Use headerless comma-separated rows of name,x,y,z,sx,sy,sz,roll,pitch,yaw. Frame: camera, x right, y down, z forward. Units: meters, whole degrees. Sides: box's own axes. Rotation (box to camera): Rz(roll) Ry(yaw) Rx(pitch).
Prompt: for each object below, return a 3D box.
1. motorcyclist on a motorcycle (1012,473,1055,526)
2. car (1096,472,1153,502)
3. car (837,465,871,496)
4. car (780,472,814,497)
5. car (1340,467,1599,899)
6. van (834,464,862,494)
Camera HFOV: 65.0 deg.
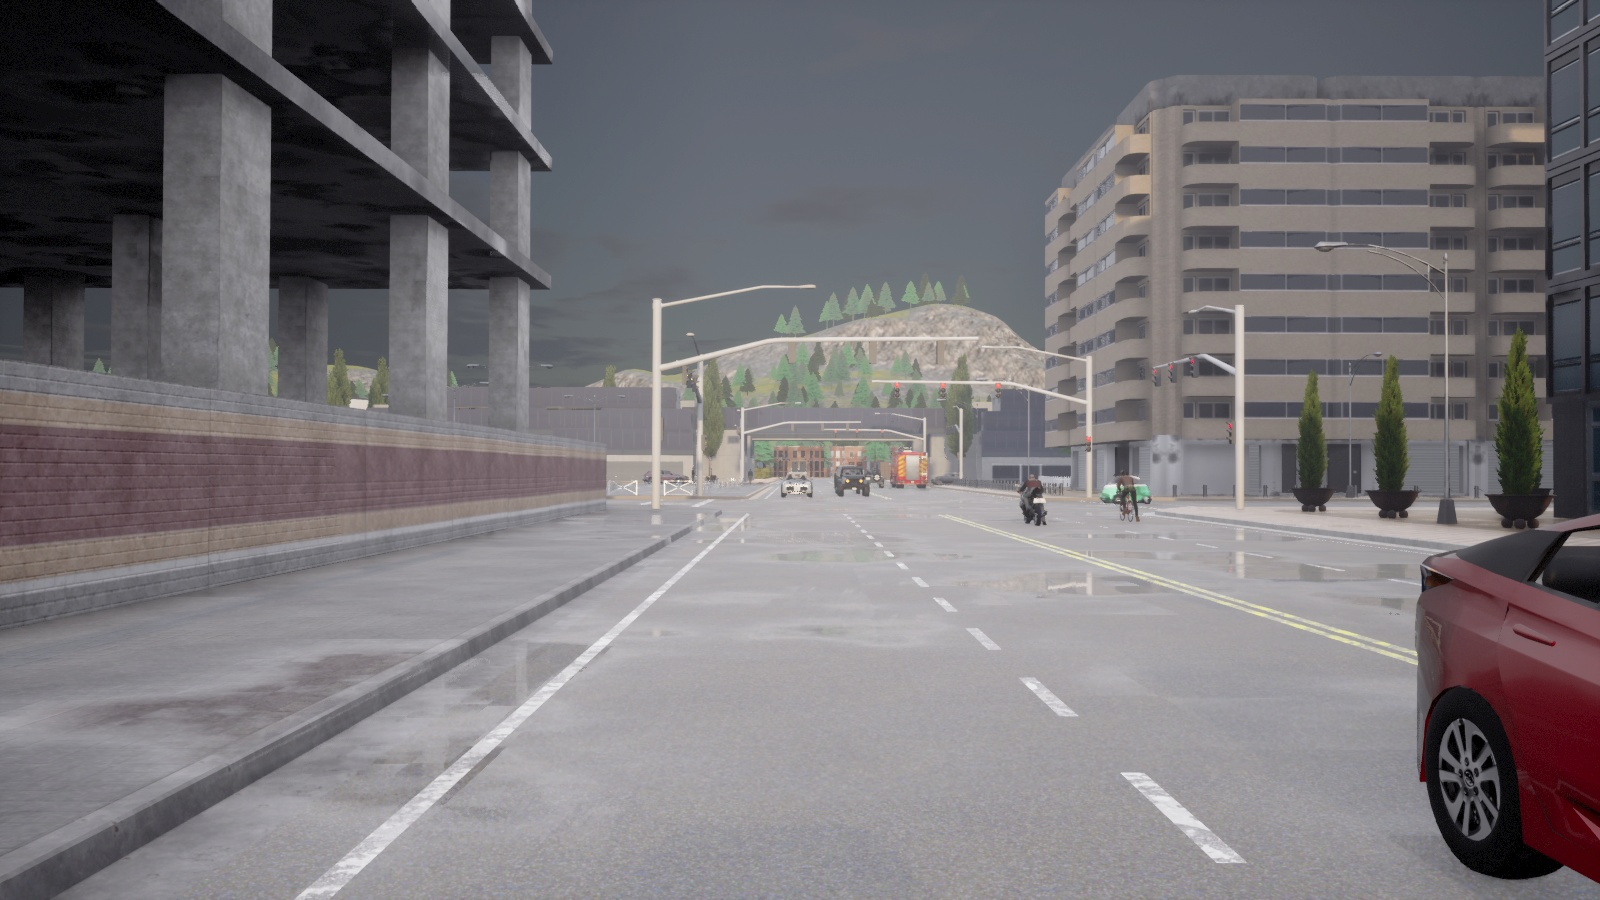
motorcyclist on a motorcycle,6.914,1.446,37.268,0.866,1.530,2.191,0,-1,0
car,15.413,1.765,59.654,2.207,1.376,1.481,0,-1,-8
car,3.317,1.907,78.188,1.905,1.878,3.866,0,-1,0
car,-0.174,2.047,75.606,1.970,1.475,3.806,0,-1,0
car,3.492,0.806,3.505,2.007,1.525,4.514,0,-1,0
van,3.299,2.005,86.597,1.775,1.987,4.442,0,-1,0
